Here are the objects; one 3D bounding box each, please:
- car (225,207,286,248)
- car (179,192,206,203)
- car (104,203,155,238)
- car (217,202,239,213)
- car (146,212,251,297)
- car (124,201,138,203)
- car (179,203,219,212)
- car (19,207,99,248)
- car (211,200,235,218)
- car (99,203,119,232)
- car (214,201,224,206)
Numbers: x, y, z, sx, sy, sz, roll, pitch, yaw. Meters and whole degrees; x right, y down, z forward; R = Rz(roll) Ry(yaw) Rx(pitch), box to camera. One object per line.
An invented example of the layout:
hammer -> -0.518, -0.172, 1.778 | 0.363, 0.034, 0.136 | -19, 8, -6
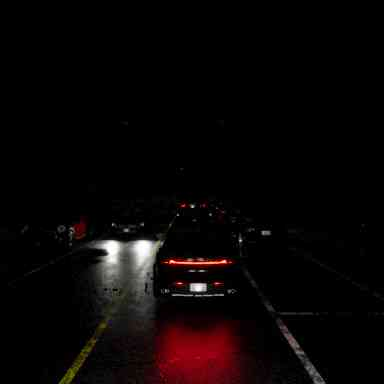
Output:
car -> 2.776, 1.564, 14.497 | 1.947, 1.339, 4.313 | -1, 0, 0
car -> 0.050, 1.220, 28.511 | 2.150, 2.045, 5.566 | 0, 0, 0
car -> -3.053, 1.523, 17.851 | 1.812, 1.442, 4.674 | 0, 0, 0
car -> 2.786, 1.543, 20.002 | 1.887, 1.381, 4.507 | -1, 0, 0
car -> 0.117, 1.503, 8.528 | 1.837, 1.490, 4.892 | 0, 0, 0
car -> -5.729, 1.549, 25.523 | 2.008, 1.369, 4.403 | -1, 0, 0
car -> 0.126, 1.545, 18.266 | 2.033, 1.411, 5.357 | 0, 0, 0
car -> -5.750, 1.438, 14.512 | 1.967, 1.590, 4.097 | -1, 0, 0
car -> 2.806, 1.543, 31.013 | 1.887, 1.381, 4.507 | -1, 0, 0
car -> -5.739, 1.564, 20.018 | 1.947, 1.339, 4.313 | -1, 0, 0
car -> 2.796, 1.543, 25.508 | 1.887, 1.381, 4.507 | -1, 0, 0
